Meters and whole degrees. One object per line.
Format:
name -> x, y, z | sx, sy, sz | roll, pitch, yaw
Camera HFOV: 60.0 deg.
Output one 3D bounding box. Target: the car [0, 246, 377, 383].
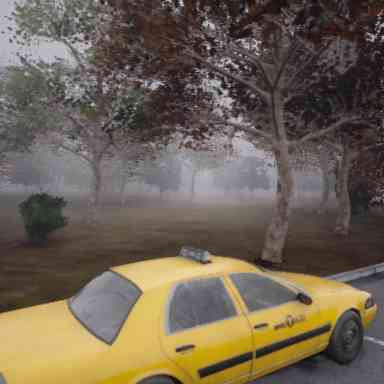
car -> 0.278, 1.483, 4.246 | 5.366, 1.575, 1.946 | 0, 0, -33
